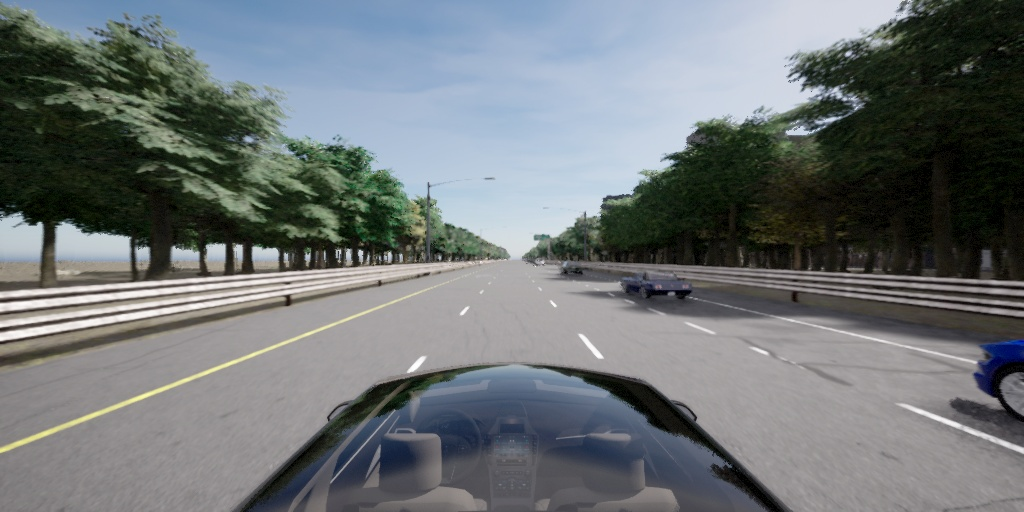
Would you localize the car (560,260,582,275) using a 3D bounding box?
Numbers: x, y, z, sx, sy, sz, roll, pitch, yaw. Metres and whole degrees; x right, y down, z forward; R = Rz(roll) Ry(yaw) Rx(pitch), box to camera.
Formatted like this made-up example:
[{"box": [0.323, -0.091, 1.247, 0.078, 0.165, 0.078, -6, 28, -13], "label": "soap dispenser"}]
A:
[{"box": [7.085, 1.329, 43.374, 2.097, 1.767, 4.553, 0, 0, 0], "label": "car"}]

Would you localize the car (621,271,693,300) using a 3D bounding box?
[{"box": [7.009, 1.400, 17.986, 1.895, 1.301, 4.718, 0, 0, 0], "label": "car"}]

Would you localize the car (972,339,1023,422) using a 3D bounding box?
[{"box": [6.998, 1.246, 2.576, 1.882, 1.535, 5.008, 0, 0, 0], "label": "car"}]
